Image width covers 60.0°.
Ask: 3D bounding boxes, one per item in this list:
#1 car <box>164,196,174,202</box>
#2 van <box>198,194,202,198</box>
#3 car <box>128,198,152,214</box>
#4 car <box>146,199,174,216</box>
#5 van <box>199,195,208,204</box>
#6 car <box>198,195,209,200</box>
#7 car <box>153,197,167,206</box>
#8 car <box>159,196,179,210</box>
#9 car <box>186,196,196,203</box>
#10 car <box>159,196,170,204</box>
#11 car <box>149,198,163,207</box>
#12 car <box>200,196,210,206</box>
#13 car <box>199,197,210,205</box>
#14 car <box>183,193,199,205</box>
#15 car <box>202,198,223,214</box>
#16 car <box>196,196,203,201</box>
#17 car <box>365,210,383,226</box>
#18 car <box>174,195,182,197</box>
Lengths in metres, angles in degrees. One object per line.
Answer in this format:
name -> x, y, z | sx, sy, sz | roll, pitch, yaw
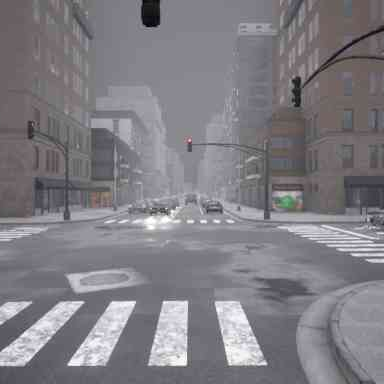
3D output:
car -> -5.583, 1.694, 80.218 | 2.008, 1.369, 4.403 | 0, 0, 0
van -> 2.401, 1.424, 58.161 | 1.690, 1.788, 3.998 | 0, 0, 0
car -> -5.665, 1.480, 36.132 | 1.967, 1.590, 4.097 | 0, 0, 0
car -> -3.133, 1.637, 33.495 | 1.895, 1.301, 4.718 | 0, 0, 0
van -> 2.421, 1.453, 69.182 | 1.690, 1.788, 3.998 | 0, 0, 0
car -> 2.390, 1.637, 52.650 | 1.947, 1.339, 4.313 | 0, 0, 0
car -> -5.624, 1.634, 58.175 | 2.008, 1.369, 4.403 | 0, 0, 0
car -> -3.110, 1.617, 43.473 | 1.994, 1.385, 4.181 | 0, 0, 1
car -> -0.200, 1.678, 73.680 | 1.994, 1.385, 4.181 | 0, 0, 0
car -> -5.604, 1.552, 69.197 | 1.967, 1.590, 4.097 | 0, 0, 0
car -> -5.634, 1.653, 52.664 | 1.802, 1.307, 4.206 | 0, 0, 0
car -> 2.380, 1.641, 47.139 | 1.802, 1.307, 4.206 | 0, 0, 0
car -> 2.411, 1.647, 63.671 | 2.008, 1.369, 4.403 | 0, 0, 0
car -> -0.128, 1.315, 61.725 | 2.150, 2.045, 5.566 | 0, 0, 0
car -> 2.360, 1.606, 36.117 | 1.947, 1.339, 4.313 | 0, 0, 0
car -> 2.050, 1.698, 90.086 | 1.812, 1.442, 4.674 | 0, 0, 0
car -> 13.382, 1.442, 20.628 | 4.902, 1.511, 2.128 | 0, 0, 0
car -> -3.085, 1.637, 53.432 | 1.994, 1.385, 4.181 | 0, 0, 0
